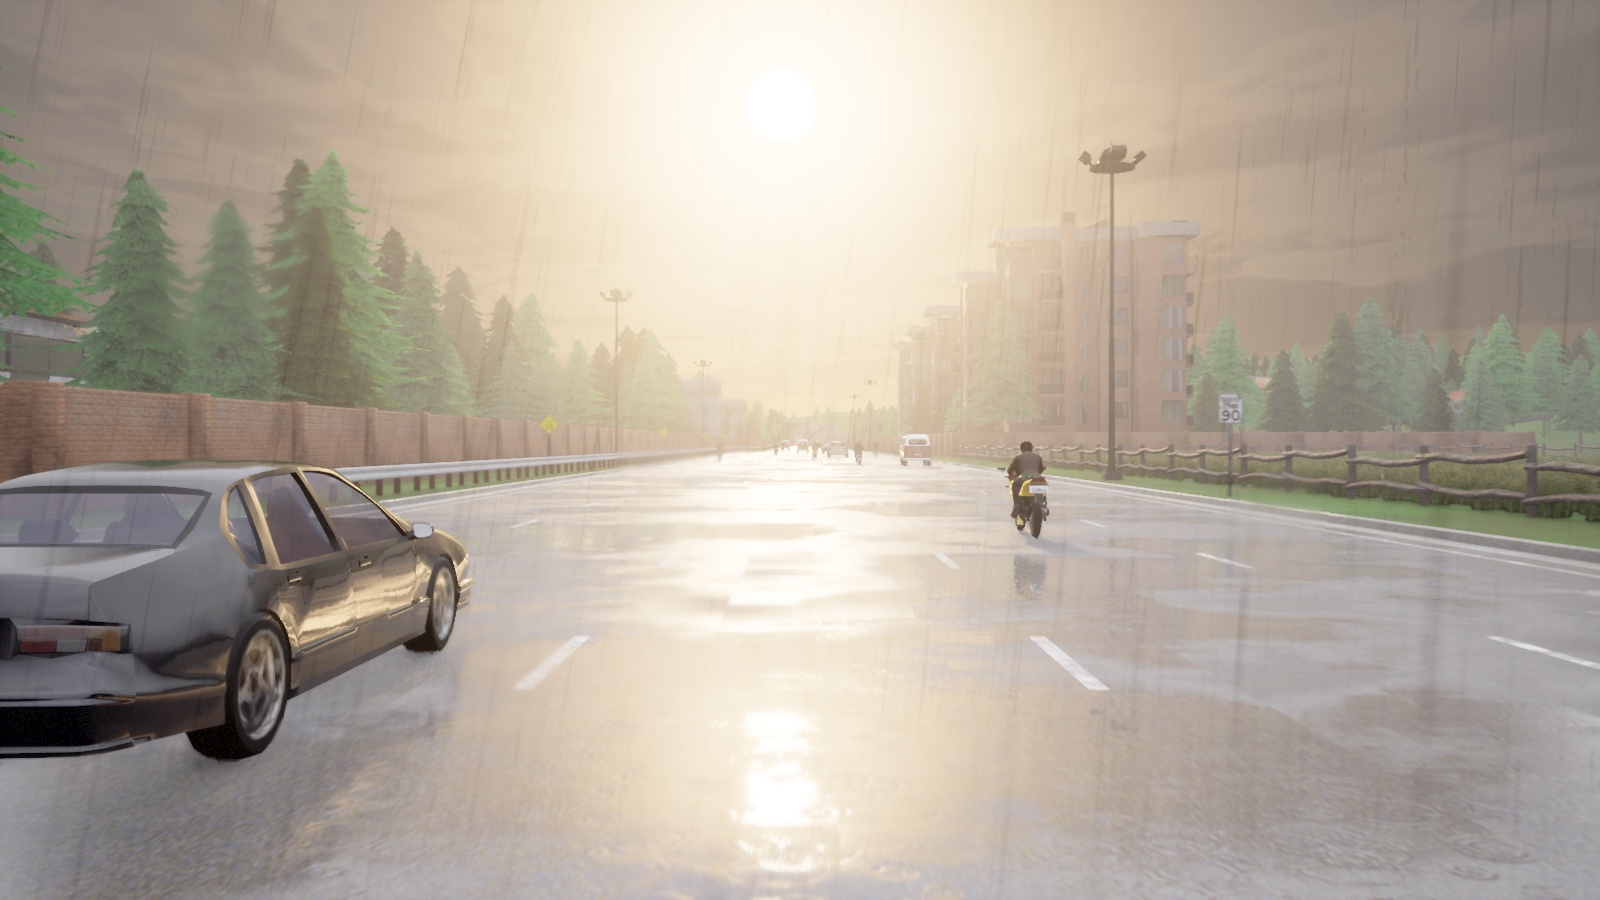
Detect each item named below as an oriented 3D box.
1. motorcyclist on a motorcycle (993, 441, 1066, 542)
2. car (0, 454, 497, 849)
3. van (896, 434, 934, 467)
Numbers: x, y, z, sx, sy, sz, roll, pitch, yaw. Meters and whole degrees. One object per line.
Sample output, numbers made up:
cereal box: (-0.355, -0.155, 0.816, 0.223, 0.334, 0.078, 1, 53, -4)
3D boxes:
motorcyclist on a motorcycle: (3.629, 0.619, 20.026, 0.797, 1.523, 2.044, 0, 0, 0)
car: (-3.443, 0.750, 7.309, 2.033, 1.411, 5.357, 0, 0, 0)
van: (7.474, 0.017, 81.709, 2.069, 2.038, 4.480, 0, 1, 0)
